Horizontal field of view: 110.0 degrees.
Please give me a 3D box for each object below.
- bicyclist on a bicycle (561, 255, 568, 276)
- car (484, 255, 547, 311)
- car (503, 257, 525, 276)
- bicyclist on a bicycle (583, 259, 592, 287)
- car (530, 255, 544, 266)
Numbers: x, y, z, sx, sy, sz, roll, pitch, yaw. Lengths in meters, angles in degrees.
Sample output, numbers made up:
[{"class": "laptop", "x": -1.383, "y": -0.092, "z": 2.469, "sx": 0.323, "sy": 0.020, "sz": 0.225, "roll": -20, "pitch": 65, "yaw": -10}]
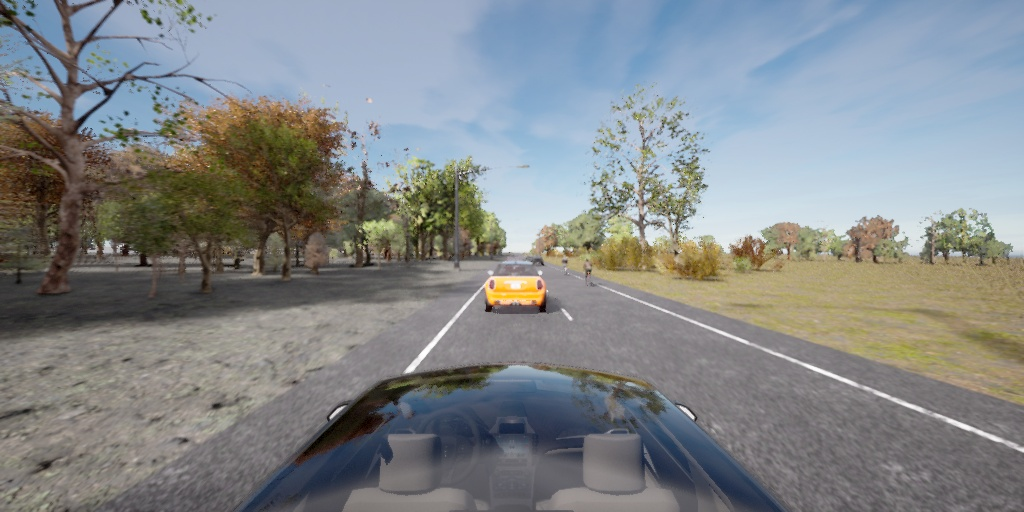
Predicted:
[{"class": "bicyclist on a bicycle", "x": 4.547, "y": 0.807, "z": 30.992, "sx": 0.659, "sy": 1.776, "sz": 1.843, "roll": 0, "pitch": 1, "yaw": 0}, {"class": "car", "x": 0.129, "y": 0.968, "z": 13.777, "sx": 2.097, "sy": 1.767, "sz": 4.553, "roll": 0, "pitch": 1, "yaw": 0}, {"class": "car", "x": 0.185, "y": 0.880, "z": 33.246, "sx": 1.882, "sy": 1.535, "sz": 5.008, "roll": 0, "pitch": 1, "yaw": 0}, {"class": "bicyclist on a bicycle", "x": 4.519, "y": 0.995, "z": 21.390, "sx": 0.582, "sy": 1.620, "sz": 1.656, "roll": 0, "pitch": 0, "yaw": 0}, {"class": "car", "x": 3.748, "y": 0.686, "z": 54.251, "sx": 1.837, "sy": 1.490, "sz": 4.892, "roll": 0, "pitch": 1, "yaw": 0}]
